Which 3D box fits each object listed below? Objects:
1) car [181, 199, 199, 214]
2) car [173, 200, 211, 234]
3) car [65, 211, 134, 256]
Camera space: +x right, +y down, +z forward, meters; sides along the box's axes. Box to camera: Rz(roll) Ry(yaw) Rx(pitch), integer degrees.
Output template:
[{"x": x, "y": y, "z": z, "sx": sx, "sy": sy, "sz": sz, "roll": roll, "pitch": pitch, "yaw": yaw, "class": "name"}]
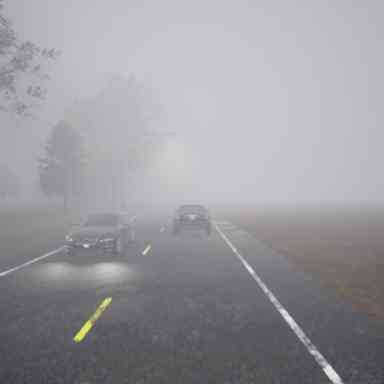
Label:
[{"x": -0.252, "y": 1.699, "z": 40.253, "sx": 2.128, "sy": 1.511, "sz": 4.902, "roll": 0, "pitch": 0, "yaw": -1, "class": "car"}, {"x": -0.011, "y": 1.451, "z": 20.231, "sx": 2.097, "sy": 1.767, "sz": 4.553, "roll": 0, "pitch": 0, "yaw": 0, "class": "car"}, {"x": -3.562, "y": 1.570, "z": 13.580, "sx": 1.837, "sy": 1.490, "sz": 4.892, "roll": 0, "pitch": 0, "yaw": 0, "class": "car"}]
